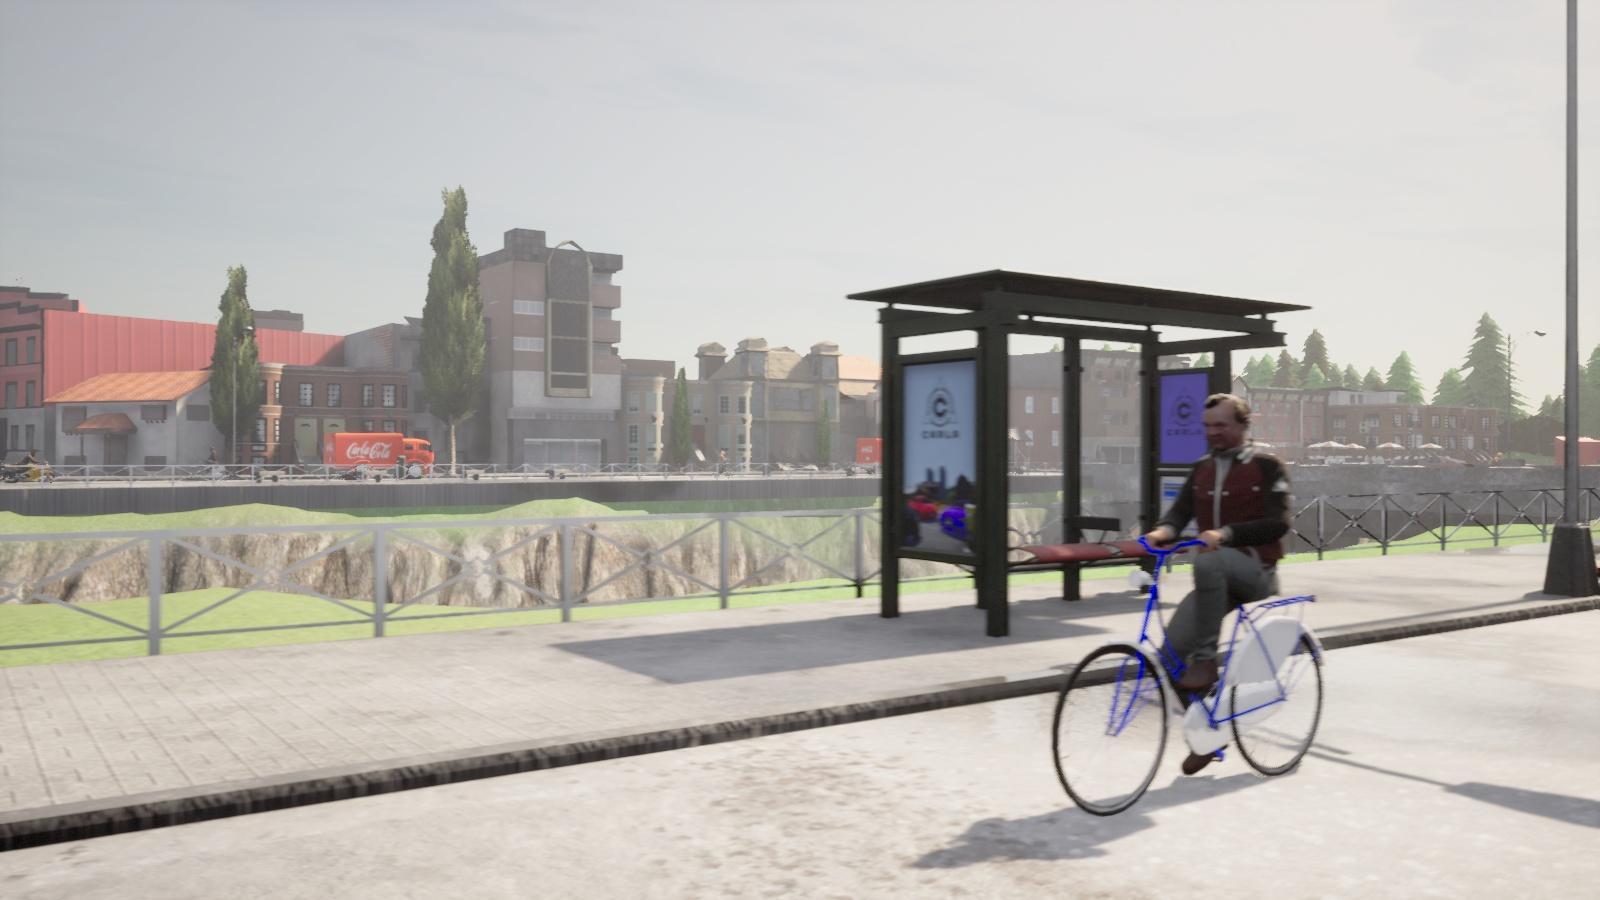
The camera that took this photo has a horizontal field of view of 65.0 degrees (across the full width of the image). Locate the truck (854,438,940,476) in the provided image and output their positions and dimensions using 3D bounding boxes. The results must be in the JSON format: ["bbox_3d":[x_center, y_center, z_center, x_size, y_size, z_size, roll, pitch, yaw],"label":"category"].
[{"bbox_3d":[6.509,0.447,84.001,5.204,2.467,2.627,0,0,-35],"label":"truck"}]

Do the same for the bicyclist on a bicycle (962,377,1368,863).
[{"bbox_3d":[1.608,0.625,5.388,1.843,1.776,0.659,0,0,-35],"label":"bicyclist on a bicycle"}]

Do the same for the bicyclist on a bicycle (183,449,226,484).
[{"bbox_3d":[-30.061,0.834,63.402,1.843,1.776,0.659,0,0,-35],"label":"bicyclist on a bicycle"}]

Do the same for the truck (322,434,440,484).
[{"bbox_3d":[-21.504,0.462,64.490,5.204,2.467,2.627,0,0,-35],"label":"truck"}]

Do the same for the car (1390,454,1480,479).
[{"bbox_3d":[36.600,0.909,72.476,1.994,1.385,4.181,0,0,-36],"label":"car"}]

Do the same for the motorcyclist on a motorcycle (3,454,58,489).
[{"bbox_3d":[-34.136,0.936,55.690,2.044,1.523,0.797,0,0,-35],"label":"motorcyclist on a motorcycle"}]
